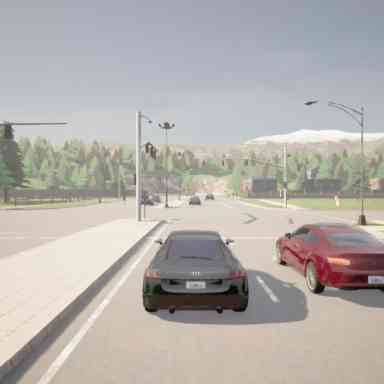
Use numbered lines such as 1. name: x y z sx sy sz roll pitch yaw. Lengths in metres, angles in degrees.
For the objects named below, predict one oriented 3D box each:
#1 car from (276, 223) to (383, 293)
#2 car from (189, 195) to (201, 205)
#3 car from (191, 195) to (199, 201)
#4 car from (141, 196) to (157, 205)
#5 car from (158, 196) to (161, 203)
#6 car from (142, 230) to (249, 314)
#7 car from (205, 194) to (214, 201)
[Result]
1. car: 3.554 1.526 8.708 1.812 1.442 4.674 0 0 0
2. car: 0.491 1.563 56.708 1.994 1.385 4.181 0 0 1
3. car: 0.835 1.427 82.164 1.895 1.301 4.718 0 0 1
4. car: -7.577 1.600 56.336 1.895 1.301 4.718 0 0 1
5. car: -7.363 1.505 68.160 1.837 1.490 4.892 0 0 1
6. car: 0.056 1.564 7.704 1.994 1.385 4.181 0 0 0
7. car: 4.334 1.187 82.059 2.097 1.767 4.553 0 0 1
